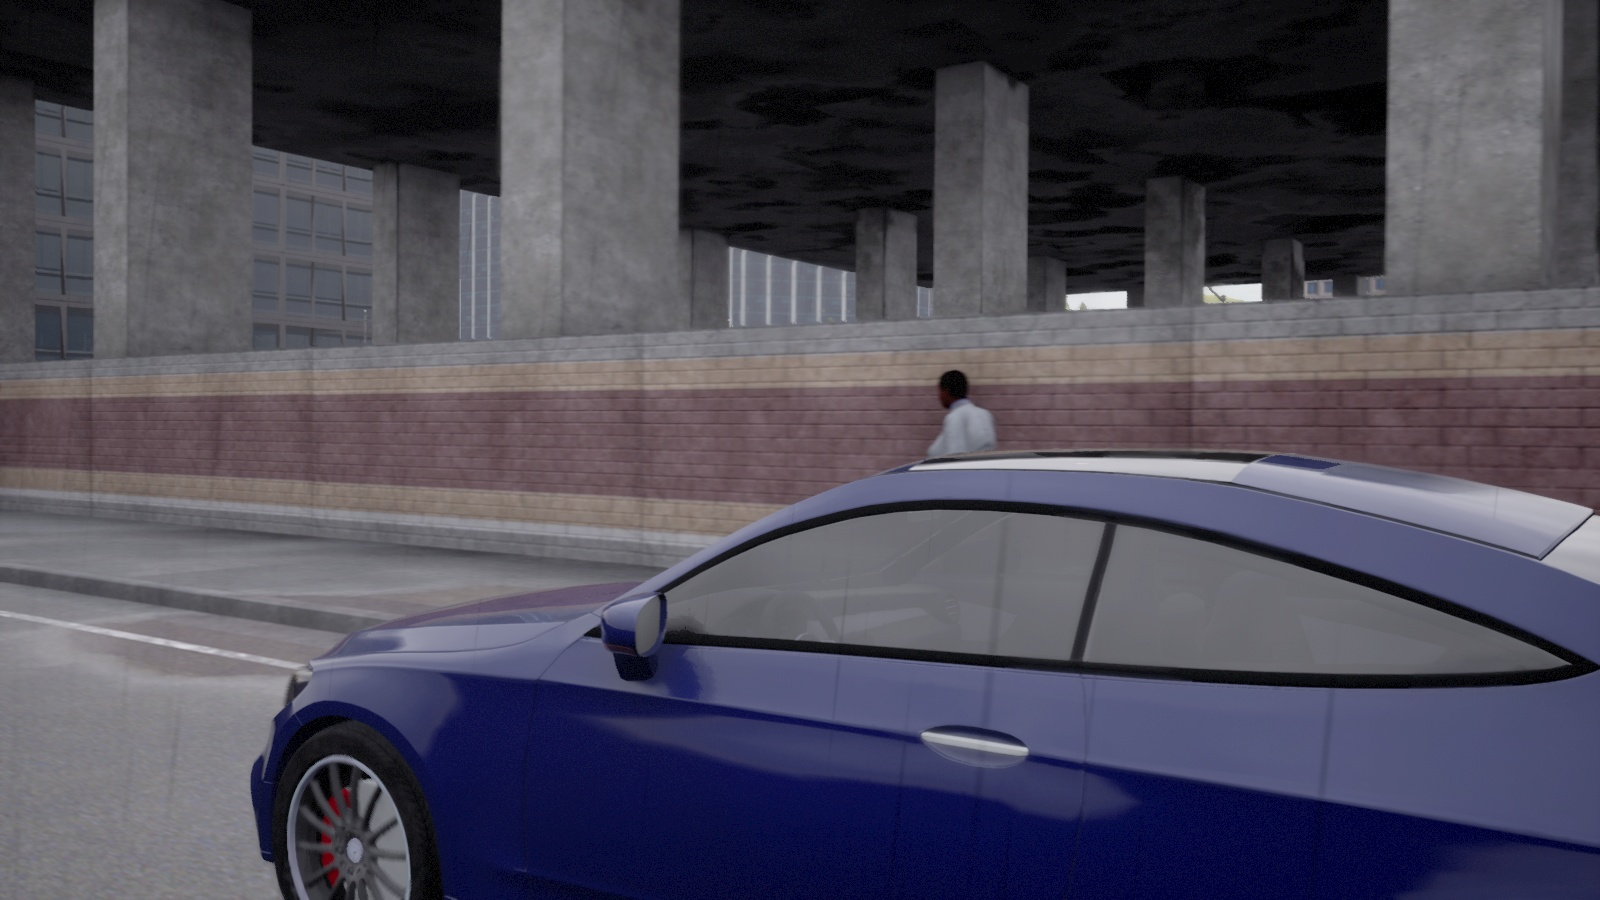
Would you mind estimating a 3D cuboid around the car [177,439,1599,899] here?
[{"bbox_3d":[0.589,0.708,3.232,4.674,1.442,1.812,0,1,34],"label":"car"}]

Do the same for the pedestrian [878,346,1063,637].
[{"bbox_3d":[1.170,0.257,8.634,0.874,1.855,0.900,-1,1,-43],"label":"pedestrian"}]
